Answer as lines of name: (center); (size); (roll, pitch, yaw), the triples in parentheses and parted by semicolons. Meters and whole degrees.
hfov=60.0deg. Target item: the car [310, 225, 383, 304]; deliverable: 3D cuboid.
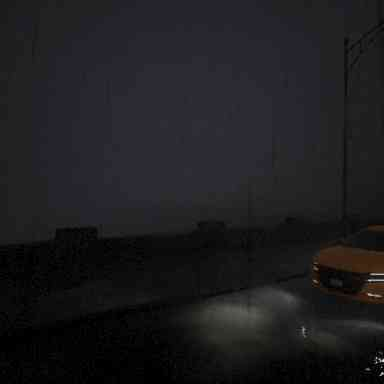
car: (4.942, 1.583, 8.156); (5.008, 1.535, 1.882); (1, -1, -36)
